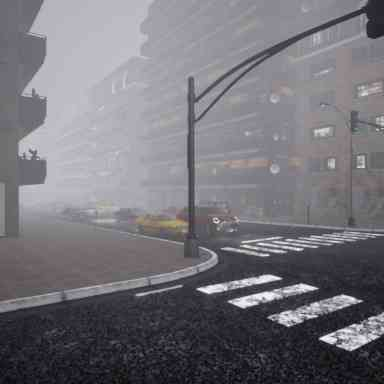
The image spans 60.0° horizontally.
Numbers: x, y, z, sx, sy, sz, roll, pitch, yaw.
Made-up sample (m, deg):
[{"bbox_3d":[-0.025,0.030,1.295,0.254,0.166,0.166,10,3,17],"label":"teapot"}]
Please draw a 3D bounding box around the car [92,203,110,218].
[{"bbox_3d":[-11.190,2.255,37.219,1.895,1.301,4.718,0,-1,-36],"label":"car"}]

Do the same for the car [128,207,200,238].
[{"bbox_3d":[-1.837,1.833,19.942,1.752,1.417,4.829,-1,0,-36],"label":"car"}]

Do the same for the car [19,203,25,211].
[{"bbox_3d":[-31.946,2.769,61.283,1.887,1.381,4.507,-1,0,-36],"label":"car"}]

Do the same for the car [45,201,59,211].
[{"bbox_3d":[-25.285,2.755,61.994,1.895,1.301,4.718,0,-1,-36],"label":"car"}]

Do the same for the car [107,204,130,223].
[{"bbox_3d":[-5.141,2.017,28.901,2.033,1.411,5.357,0,-1,-36],"label":"car"}]

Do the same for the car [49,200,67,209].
[{"bbox_3d":[-28.574,2.623,70.824,2.192,1.841,5.009,-1,0,-36],"label":"car"}]

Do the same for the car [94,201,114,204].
[{"bbox_3d":[-12.441,2.290,49.539,1.801,1.575,5.366,0,-1,-36],"label":"car"}]

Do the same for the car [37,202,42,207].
[{"bbox_3d":[-35.236,3.049,79.980,1.887,1.381,4.507,-1,0,-36],"label":"car"}]

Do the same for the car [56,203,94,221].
[{"bbox_3d":[-11.940,2.163,33.814,1.887,1.381,4.507,-1,0,-36],"label":"car"}]

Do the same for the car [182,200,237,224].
[{"bbox_3d":[1.433,1.713,29.622,2.192,1.841,5.009,-1,0,-36],"label":"car"}]

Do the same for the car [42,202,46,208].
[{"bbox_3d":[-31.901,2.972,75.401,1.947,1.339,4.313,-1,0,-36],"label":"car"}]

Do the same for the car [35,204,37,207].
[{"bbox_3d":[-38.565,3.168,84.561,1.947,1.339,4.313,-1,0,-36],"label":"car"}]

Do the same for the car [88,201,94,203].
[{"bbox_3d":[-16.464,2.307,55.000,2.097,1.767,4.553,0,-1,-36],"label":"car"}]

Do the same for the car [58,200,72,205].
[{"bbox_3d":[-19.605,2.530,54.197,2.033,1.411,5.357,0,-1,-36],"label":"car"}]

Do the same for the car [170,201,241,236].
[{"bbox_3d":[0.891,1.635,20.630,2.097,1.767,4.553,0,-1,-36],"label":"car"}]
